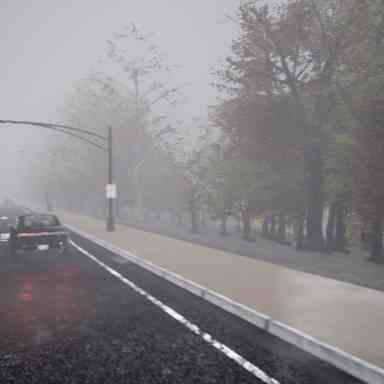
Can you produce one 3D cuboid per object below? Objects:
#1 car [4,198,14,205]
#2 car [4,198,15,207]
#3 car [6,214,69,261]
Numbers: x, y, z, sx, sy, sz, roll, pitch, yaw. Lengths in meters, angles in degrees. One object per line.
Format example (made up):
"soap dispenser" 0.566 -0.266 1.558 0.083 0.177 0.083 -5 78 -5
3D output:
"car" -41.558 2.122 75.465 2.033 1.411 5.357 0 0 -30
"car" -36.616 2.208 66.767 1.994 1.385 4.181 0 0 -30
"car" -6.071 1.614 13.025 2.128 1.511 4.902 0 0 -29
